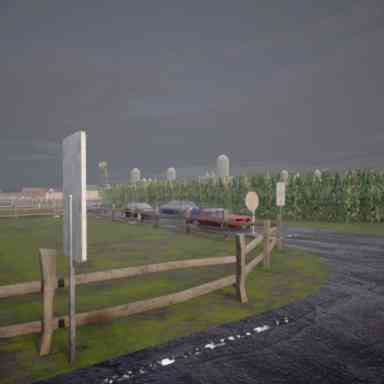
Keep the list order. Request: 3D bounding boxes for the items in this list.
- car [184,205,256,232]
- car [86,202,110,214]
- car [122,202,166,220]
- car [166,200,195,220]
[{"bbox_3d":[1.778,1.719,21.046,1.895,1.301,4.718,0,0,-36],"label":"car"},{"bbox_3d":[-11.636,1.856,39.868,2.033,1.411,5.357,-1,0,-35],"label":"car"},{"bbox_3d":[-4.655,1.686,30.067,1.882,1.535,5.008,0,0,-36],"label":"car"},{"bbox_3d":[-1.372,1.527,30.523,2.097,1.767,4.553,-1,0,-35],"label":"car"}]
